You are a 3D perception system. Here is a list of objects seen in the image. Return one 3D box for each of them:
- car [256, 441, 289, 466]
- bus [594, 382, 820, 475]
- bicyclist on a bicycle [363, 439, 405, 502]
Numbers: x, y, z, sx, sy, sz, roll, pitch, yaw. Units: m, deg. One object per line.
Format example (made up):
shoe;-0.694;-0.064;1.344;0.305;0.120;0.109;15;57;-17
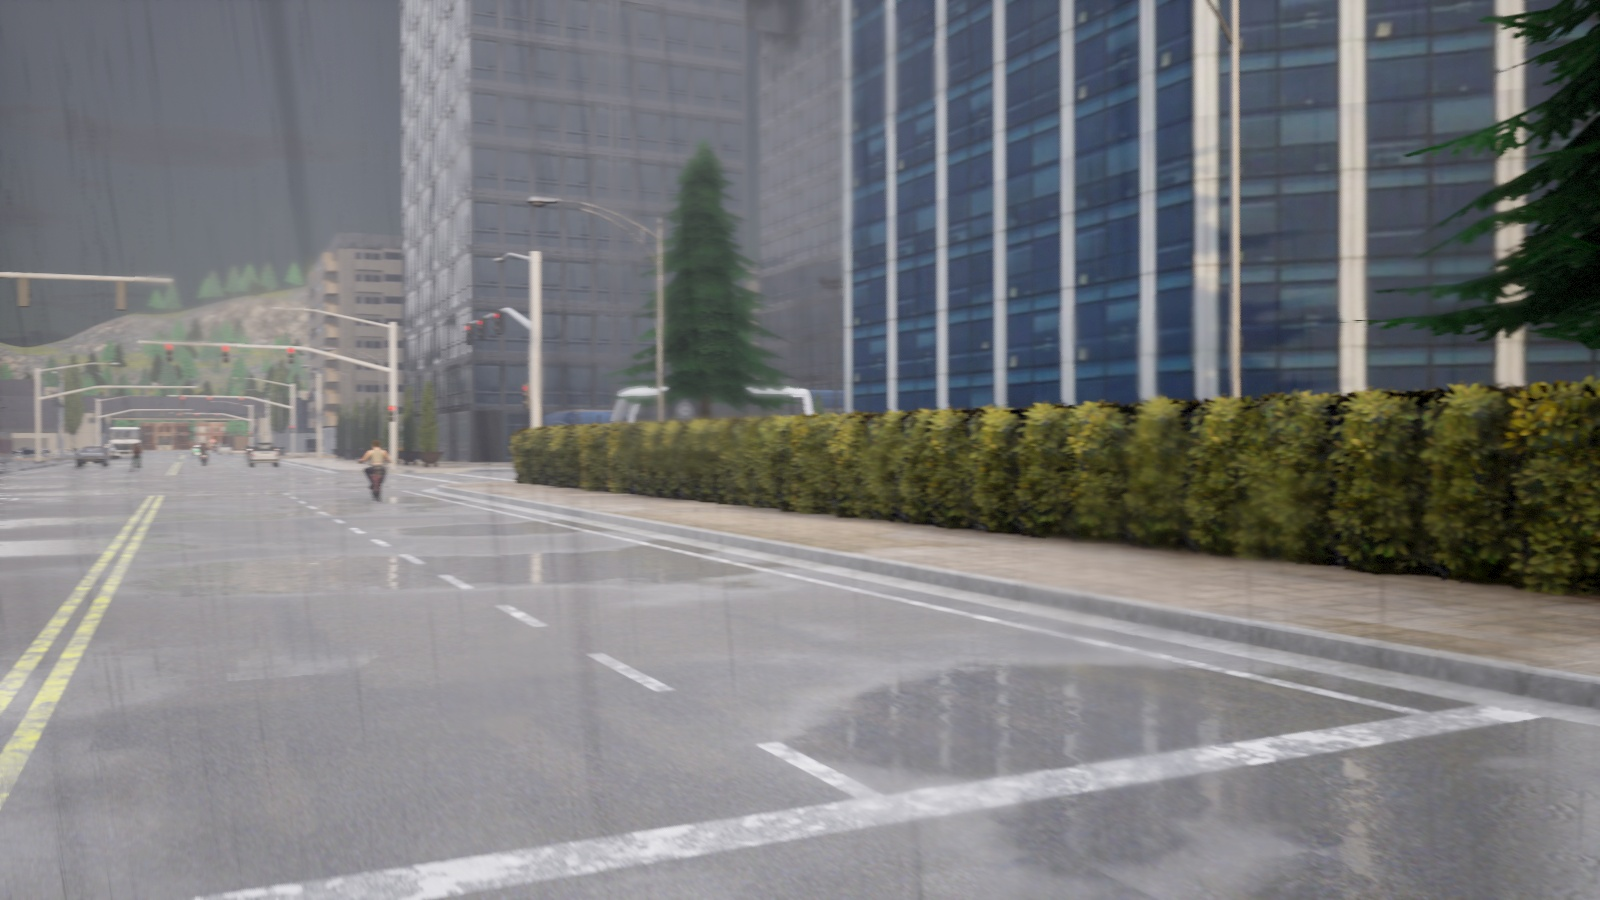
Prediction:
car;-35.052;0.214;83.375;1.851;1.617;3.988;0;0;-26
bus;-4.517;-1.000;61.520;10.273;4.253;3.944;0;0;-26
bicyclist on a bicycle;-10.869;0.519;32.760;0.866;1.612;1.509;0;0;-25
